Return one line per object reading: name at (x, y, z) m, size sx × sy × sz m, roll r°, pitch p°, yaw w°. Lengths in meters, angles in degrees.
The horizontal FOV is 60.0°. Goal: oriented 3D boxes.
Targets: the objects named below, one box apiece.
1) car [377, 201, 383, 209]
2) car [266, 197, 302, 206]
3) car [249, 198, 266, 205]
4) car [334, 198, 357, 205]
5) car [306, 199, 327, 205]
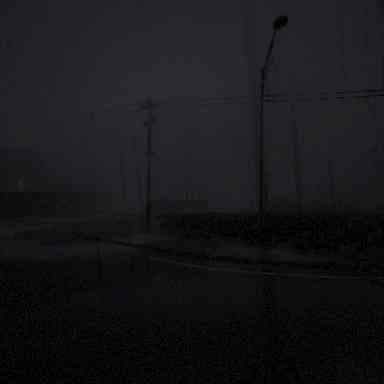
car at (31.404, 2.119, 52.825) m, size 1.837 × 1.490 × 4.892 m, roll 1°, pitch -1°, yaw 2°
car at (13.956, 1.735, 49.713) m, size 4.605 × 1.855 × 1.932 m, roll 1°, pitch 0°, yaw 2°
car at (14.421, 2.081, 72.186) m, size 3.905 × 1.438 × 1.784 m, roll 1°, pitch 0°, yaw 2°
car at (27.497, 1.926, 59.517) m, size 3.866 × 1.878 × 1.905 m, roll 1°, pitch 0°, yaw 2°
car at (27.315, 2.195, 73.008) m, size 4.193 × 1.474 × 1.816 m, roll 1°, pitch 0°, yaw 2°
